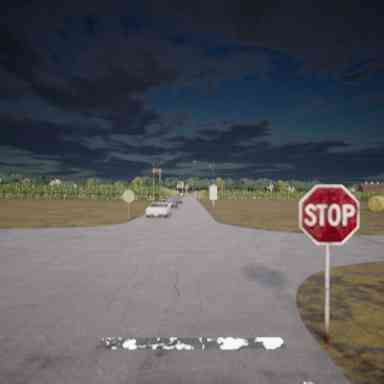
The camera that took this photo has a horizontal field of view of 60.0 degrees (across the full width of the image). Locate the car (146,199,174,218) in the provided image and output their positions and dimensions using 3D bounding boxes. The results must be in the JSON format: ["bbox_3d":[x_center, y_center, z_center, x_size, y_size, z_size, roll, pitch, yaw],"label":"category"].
[{"bbox_3d":[-2.949,1.601,29.835,1.895,1.301,4.718,0,0,1],"label":"car"}]

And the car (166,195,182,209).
[{"bbox_3d":[-2.956,1.533,46.330,2.128,1.511,4.902,0,0,0],"label":"car"}]
